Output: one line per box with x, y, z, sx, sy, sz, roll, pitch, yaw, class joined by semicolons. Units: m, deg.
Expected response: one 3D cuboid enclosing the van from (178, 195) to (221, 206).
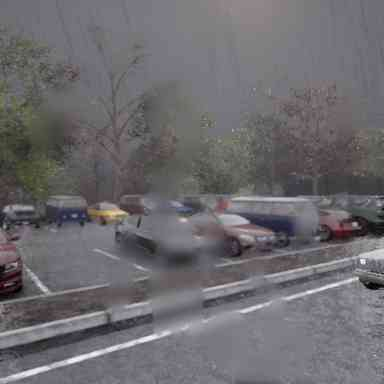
0.492;1.212;28.512;1.878;1.987;4.442;0;0;-35;van

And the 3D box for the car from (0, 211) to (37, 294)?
-5.556;1.484;8.293;2.097;1.535;5.008;0;0;-35;car

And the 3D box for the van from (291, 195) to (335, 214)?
13.898;1.420;38.350;1.878;1.987;4.442;1;-1;-35;van

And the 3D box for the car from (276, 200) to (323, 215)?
11.811;1.653;36.717;2.002;1.452;4.674;1;-1;-35;car

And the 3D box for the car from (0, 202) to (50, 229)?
-10.731;1.473;20.652;2.231;1.521;4.892;0;0;-35;car

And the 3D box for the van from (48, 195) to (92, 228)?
-8.547;1.236;22.359;1.878;1.987;4.442;0;0;-35;van

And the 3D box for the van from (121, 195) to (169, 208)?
-3.899;1.216;25.383;1.878;1.987;4.442;0;0;-35;van

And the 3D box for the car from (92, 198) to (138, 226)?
-6.114;1.449;23.722;1.946;1.575;5.366;0;0;-35;car

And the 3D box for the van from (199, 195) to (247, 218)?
2.720;1.248;30.386;1.878;1.987;4.442;1;-1;-35;van

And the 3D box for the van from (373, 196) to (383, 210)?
29.792;1.664;49.674;1.878;1.987;4.442;1;-1;-35;van

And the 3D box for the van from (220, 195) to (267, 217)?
4.874;1.281;31.921;1.878;1.987;4.442;1;0;-35;van

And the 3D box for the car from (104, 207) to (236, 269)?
-1.014;1.494;11.485;2.163;1.488;4.792;0;0;-35;car

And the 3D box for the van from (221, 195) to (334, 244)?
3.558;1.218;14.637;1.878;1.987;4.442;0;0;-35;van

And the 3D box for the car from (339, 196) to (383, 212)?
23.109;1.534;44.735;2.435;2.045;5.566;1;-1;-35;car

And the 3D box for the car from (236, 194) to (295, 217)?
7.215;1.290;33.411;2.435;2.045;5.566;1;-1;-35;car

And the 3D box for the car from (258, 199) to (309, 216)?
9.557;1.578;35.107;2.097;1.535;5.008;1;0;-35;car

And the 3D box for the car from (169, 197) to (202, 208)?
-1.713;1.432;27.091;2.097;1.535;5.008;0;0;-35;car

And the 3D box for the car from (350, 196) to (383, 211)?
25.365;1.569;46.342;2.435;2.045;5.566;1;-1;-35;car

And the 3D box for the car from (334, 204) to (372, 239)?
5.740;1.464;16.371;2.163;1.488;4.792;0;0;-35;car

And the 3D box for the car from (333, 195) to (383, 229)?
7.983;1.188;17.967;2.435;2.045;5.566;1;0;-35;car

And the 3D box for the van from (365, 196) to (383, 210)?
27.672;1.629;47.877;1.878;1.987;4.442;1;-1;-35;van

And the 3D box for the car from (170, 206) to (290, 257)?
1.229;1.494;13.124;2.002;1.452;4.674;0;0;-35;car

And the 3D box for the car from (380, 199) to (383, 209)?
32.110;1.924;51.189;2.097;1.535;5.008;1;-1;-35;car

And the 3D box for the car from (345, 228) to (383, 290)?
5.862;1.594;7.867;4.718;1.301;1.895;0;0;-36;car
